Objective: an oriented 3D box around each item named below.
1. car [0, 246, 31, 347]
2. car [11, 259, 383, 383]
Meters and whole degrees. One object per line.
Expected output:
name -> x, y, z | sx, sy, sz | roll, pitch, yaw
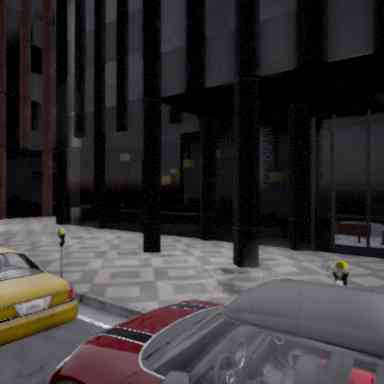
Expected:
car -> -4.007, 1.487, 5.827 | 4.829, 1.417, 1.752 | 0, 0, 36
car -> 0.704, 1.436, 2.463 | 4.097, 1.590, 1.967 | 0, 0, 36
